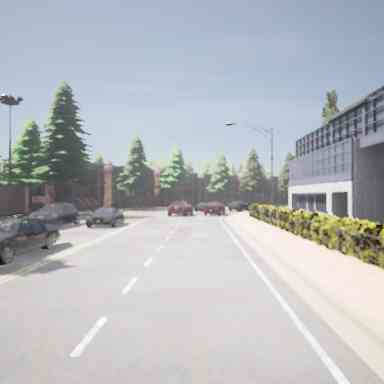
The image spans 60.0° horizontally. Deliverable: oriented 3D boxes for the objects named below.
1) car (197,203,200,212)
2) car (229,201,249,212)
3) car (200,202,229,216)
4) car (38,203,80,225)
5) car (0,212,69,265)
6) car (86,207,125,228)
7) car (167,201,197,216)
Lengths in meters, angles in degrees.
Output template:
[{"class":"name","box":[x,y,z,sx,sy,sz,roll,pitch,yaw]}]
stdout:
[{"class":"car","box":[1.964,2.089,46.769,1.994,1.385,4.181,0,-1,27]},{"class":"car","box":[6.827,2.037,48.283,2.128,1.511,4.902,0,-1,30]},{"class":"car","box":[2.673,1.913,38.679,1.882,1.535,5.008,0,-1,15]},{"class":"car","box":[-9.868,1.614,24.090,2.097,1.767,4.553,0,-1,3]},{"class":"car","box":[-6.779,1.682,12.433,2.033,1.411,5.357,0,-1,2]},{"class":"car","box":[-6.344,1.836,24.701,1.994,1.385,4.181,0,-1,2]},{"class":"car","box":[-1.227,1.771,37.522,2.097,1.767,4.553,0,-1,12]}]
